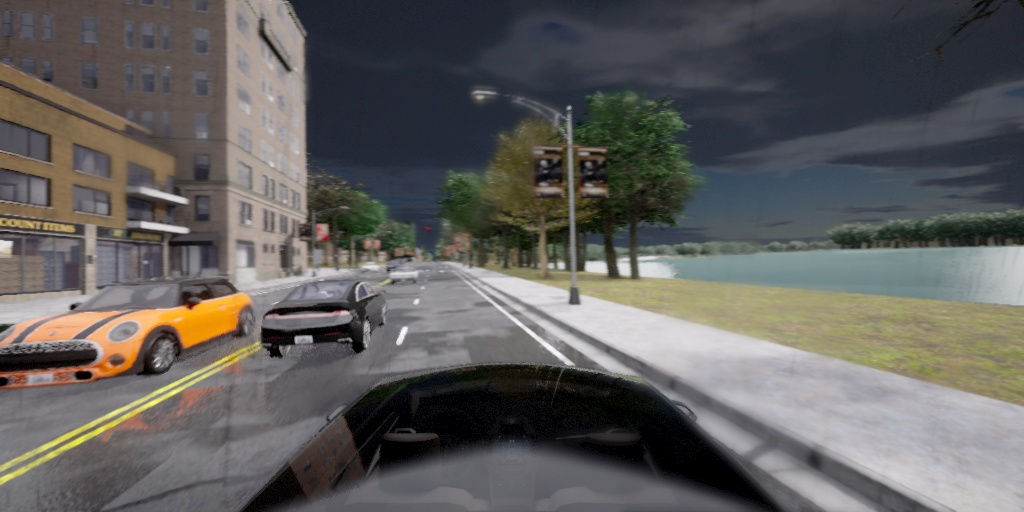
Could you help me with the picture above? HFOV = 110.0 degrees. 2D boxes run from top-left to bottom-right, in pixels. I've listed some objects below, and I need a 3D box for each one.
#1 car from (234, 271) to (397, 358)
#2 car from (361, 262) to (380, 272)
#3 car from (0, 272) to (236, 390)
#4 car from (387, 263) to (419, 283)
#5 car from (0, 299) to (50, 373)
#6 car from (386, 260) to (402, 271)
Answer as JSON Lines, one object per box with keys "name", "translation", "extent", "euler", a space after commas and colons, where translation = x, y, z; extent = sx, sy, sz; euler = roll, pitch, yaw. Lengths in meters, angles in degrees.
{"name": "car", "translation": [-4.336, 1.336, 8.971], "extent": [2.128, 1.511, 4.902], "euler": [-1, 0, -12]}
{"name": "car", "translation": [-19.847, 1.620, 50.369], "extent": [1.812, 1.442, 4.674], "euler": [-1, 0, -12]}
{"name": "car", "translation": [-7.574, 1.270, 7.600], "extent": [2.097, 1.767, 4.553], "euler": [-1, 0, -12]}
{"name": "car", "translation": [-8.544, 1.497, 28.853], "extent": [1.895, 1.301, 4.718], "euler": [-1, 0, -12]}
{"name": "car", "translation": [-10.383, 1.582, 5.203], "extent": [1.895, 1.301, 4.718], "euler": [-1, 0, -12]}
{"name": "car", "translation": [-16.696, 1.386, 51.155], "extent": [2.097, 1.767, 4.553], "euler": [-1, 0, -12]}
